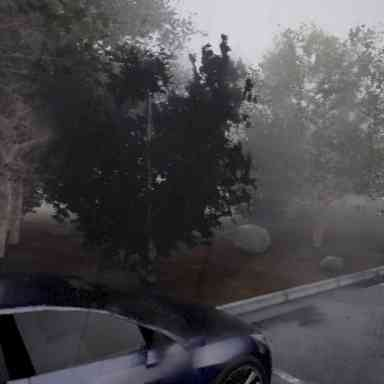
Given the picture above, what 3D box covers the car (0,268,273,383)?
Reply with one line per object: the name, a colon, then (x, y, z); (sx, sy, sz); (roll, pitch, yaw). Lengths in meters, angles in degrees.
car: (-1.383, 1.516, 3.049); (4.792, 1.488, 2.163); (1, 1, -33)
